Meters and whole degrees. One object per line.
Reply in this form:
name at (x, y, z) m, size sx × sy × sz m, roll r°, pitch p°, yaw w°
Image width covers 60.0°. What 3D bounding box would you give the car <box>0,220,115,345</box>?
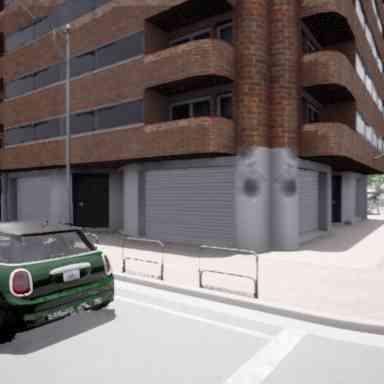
car at (-3.677, 1.379, 6.617) m, size 4.553 × 1.767 × 2.097 m, roll 0°, pitch 0°, yaw 36°
